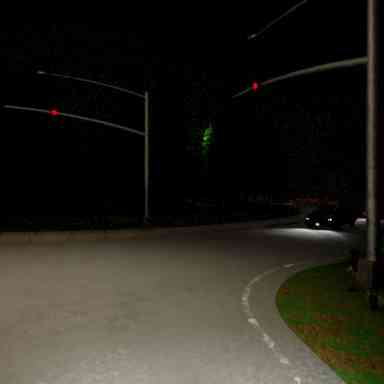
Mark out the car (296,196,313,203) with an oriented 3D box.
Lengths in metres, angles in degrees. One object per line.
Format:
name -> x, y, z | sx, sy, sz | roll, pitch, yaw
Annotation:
car -> 19.575, 1.451, 56.096 | 1.882, 1.535, 5.008 | 0, 0, -16

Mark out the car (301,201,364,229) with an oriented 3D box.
car -> 9.168, 1.521, 21.629 | 2.033, 1.411, 5.357 | 0, 0, 41

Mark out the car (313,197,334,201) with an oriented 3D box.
car -> 16.655, 1.451, 40.486 | 1.882, 1.535, 5.008 | 0, 0, 8

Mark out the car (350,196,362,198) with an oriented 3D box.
car -> 20.469, 1.329, 42.355 | 2.097, 1.767, 4.553 | 0, 0, 7

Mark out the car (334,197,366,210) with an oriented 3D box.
car -> 14.341, 1.478, 30.425 | 1.837, 1.490, 4.892 | 0, 0, 20
